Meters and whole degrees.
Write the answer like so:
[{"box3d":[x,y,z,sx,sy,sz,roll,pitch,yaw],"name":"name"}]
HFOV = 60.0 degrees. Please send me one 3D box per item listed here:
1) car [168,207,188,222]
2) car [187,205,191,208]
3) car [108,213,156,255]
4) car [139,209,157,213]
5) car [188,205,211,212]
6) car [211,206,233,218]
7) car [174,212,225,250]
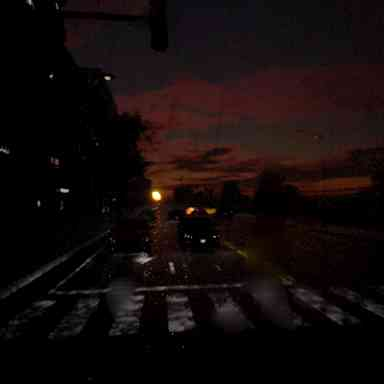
[{"box3d":[-1.877,2.735,39.350,1.994,1.385,4.181,-1,-2,-5],"name":"car"},{"box3d":[-0.025,2.909,54.408,2.097,1.767,4.553,-1,-2,-6],"name":"car"},{"box3d":[-2.883,2.033,16.249,1.882,1.535,5.008,-1,-2,-6],"name":"car"},{"box3d":[-5.035,2.686,38.213,2.128,1.511,4.902,-1,-2,-5],"name":"car"},{"box3d":[0.954,2.882,45.079,1.895,1.301,4.718,-1,-2,-5],"name":"car"},{"box3d":[4.235,2.783,44.904,1.994,1.385,4.181,-1,-2,-5],"name":"car"},{"box3d":[0.261,2.039,17.481,1.837,1.490,4.892,-1,-1,-6],"name":"car"}]
